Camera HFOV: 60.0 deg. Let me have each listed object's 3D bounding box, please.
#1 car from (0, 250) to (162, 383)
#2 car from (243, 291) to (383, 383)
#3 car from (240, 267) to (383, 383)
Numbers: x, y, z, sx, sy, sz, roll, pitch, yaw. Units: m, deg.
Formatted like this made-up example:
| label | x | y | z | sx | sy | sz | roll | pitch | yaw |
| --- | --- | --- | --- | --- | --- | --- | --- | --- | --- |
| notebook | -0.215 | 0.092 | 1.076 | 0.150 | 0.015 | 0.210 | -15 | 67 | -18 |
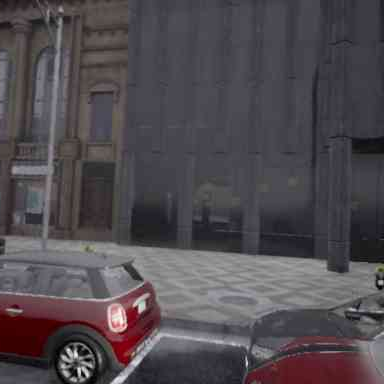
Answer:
| label | x | y | z | sx | sy | sz | roll | pitch | yaw |
| --- | --- | --- | --- | --- | --- | --- | --- | --- | --- |
| car | -2.635 | 1.657 | 5.332 | 4.097 | 1.590 | 1.967 | 2 | -3 | 13 |
| car | 2.475 | 1.604 | 2.102 | 4.553 | 1.767 | 2.097 | 2 | -3 | 13 |
| car | 2.894 | 1.940 | 4.072 | 4.403 | 1.369 | 2.008 | 2 | -3 | 13 |
